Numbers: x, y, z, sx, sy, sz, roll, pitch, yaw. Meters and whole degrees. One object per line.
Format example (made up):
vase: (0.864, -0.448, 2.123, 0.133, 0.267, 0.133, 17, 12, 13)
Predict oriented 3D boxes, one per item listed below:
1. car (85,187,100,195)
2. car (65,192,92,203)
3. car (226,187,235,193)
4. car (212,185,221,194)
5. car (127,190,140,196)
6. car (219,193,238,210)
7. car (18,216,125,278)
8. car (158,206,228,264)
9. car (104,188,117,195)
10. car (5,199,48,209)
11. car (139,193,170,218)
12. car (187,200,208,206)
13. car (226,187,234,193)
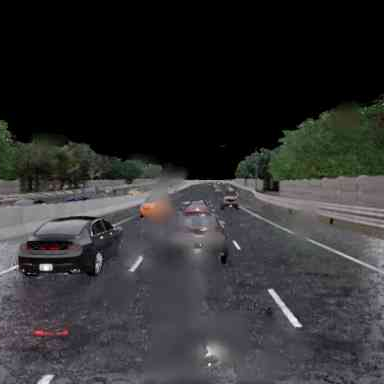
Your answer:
car: (-21.629, -0.320, 72.468, 2.097, 1.767, 4.553, 0, 2, 0)
car: (-16.551, 1.046, 48.103, 1.895, 1.301, 4.718, 0, 2, 3)
car: (9.739, -0.217, 82.370, 1.812, 1.442, 4.674, 0, 2, 5)
car: (6.536, -0.286, 85.291, 2.033, 1.411, 5.357, 0, 2, 3)
car: (-11.956, 0.297, 68.693, 1.882, 1.535, 5.008, 0, 2, 3)
car: (4.133, 1.156, 37.403, 1.837, 1.490, 4.892, 0, 1, 2)
car: (-3.337, 1.475, 10.075, 1.837, 1.490, 4.892, 0, 0, 1)
car: (0.181, 1.456, 11.707, 2.128, 1.511, 4.902, 0, 0, 1)
car: (-18.552, -0.209, 75.865, 2.128, 1.511, 4.902, 0, 2, 3)
car: (-13.729, 1.354, 27.816, 1.837, 1.490, 4.892, 0, 1, 2)
car: (-3.026, 1.196, 28.149, 2.097, 1.767, 4.553, 0, 1, 1)
car: (0.505, 1.391, 29.340, 1.994, 1.385, 4.181, 0, 1, 1)
car: (10.449, -0.575, 92.298, 1.994, 1.385, 4.181, 0, 3, 3)
